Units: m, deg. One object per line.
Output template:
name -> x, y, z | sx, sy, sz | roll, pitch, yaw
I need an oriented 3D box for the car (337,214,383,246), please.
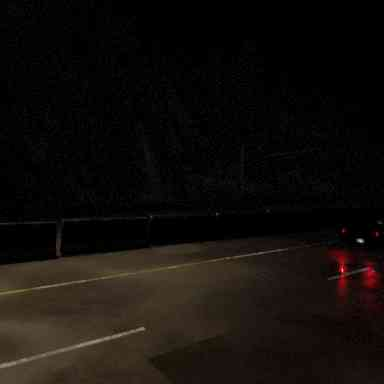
car -> 8.291, 1.570, 14.082 | 4.718, 1.301, 1.895 | -1, 0, -35
